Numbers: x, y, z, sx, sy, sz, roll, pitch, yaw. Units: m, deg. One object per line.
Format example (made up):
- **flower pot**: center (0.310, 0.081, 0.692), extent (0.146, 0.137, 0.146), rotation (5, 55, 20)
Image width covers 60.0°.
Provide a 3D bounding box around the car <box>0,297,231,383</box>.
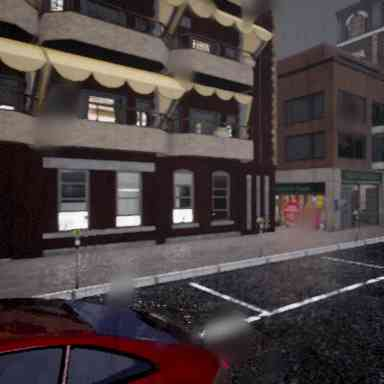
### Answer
- **car**: center (-1.663, 1.565, 2.188), extent (4.181, 1.385, 1.994), rotation (0, 0, -36)
